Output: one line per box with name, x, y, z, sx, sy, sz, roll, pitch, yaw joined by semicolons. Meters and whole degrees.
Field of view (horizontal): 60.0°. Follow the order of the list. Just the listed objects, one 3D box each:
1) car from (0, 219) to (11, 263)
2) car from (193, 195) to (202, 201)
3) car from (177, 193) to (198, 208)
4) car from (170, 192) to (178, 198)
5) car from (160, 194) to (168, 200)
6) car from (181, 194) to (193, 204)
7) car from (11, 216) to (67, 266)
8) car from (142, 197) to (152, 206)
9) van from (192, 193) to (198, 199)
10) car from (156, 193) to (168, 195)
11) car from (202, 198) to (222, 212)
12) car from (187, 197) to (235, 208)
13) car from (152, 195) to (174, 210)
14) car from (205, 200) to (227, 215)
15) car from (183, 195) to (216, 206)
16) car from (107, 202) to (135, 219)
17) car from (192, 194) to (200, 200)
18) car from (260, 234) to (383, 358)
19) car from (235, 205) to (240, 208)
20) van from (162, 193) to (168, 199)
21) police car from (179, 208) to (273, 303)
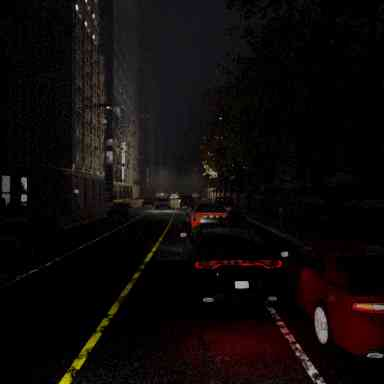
car;-5.824;1.314;6.033;2.192;1.841;5.009;0;0;0
car;1.281;1.374;78.323;2.008;1.369;4.403;0;0;-1
car;-0.597;1.269;46.379;2.097;1.767;4.553;0;0;-1
car;-4.681;1.009;88.876;2.150;2.045;5.566;0;0;-1
car;-7.527;1.336;89.490;2.008;1.369;4.403;0;0;-1
car;-0.945;1.231;59.606;2.097;1.767;4.553;0;0;-1
car;-5.817;1.561;11.595;1.947;1.339;4.313;0;0;0
car;-6.551;1.486;50.581;1.802;1.307;4.206;0;0;-1
van;0.864;1.108;94.997;1.690;1.788;3.998;0;0;-1
car;-7.107;1.154;72.813;2.192;1.841;5.009;0;0;-1
car;2.258;1.488;39.417;2.008;1.369;4.403;0;0;-1
car;0.906;1.338;18.350;2.097;1.767;4.553;0;0;0
car;-3.598;1.456;41.755;1.812;1.442;4.674;0;0;-1
car;2.397;1.535;33.860;1.802;1.307;4.206;0;0;-1
car;0.696;1.328;24.399;2.097;1.767;4.553;0;0;1
car;-5.993;1.532;28.341;1.947;1.339;4.313;0;0;-1
car;1.003;1.227;89.440;1.967;1.590;4.097;0;0;-1
car;2.701;1.544;6.077;1.887;1.381;4.507;0;0;0
car;2.650;1.562;22.735;1.802;1.307;4.206;0;0;-1
van;-7.665;1.106;95.049;1.690;1.788;3.998;0;0;-1
police car;0.739;1.423;8.423;1.930;1.638;5.238;0;0;-3
